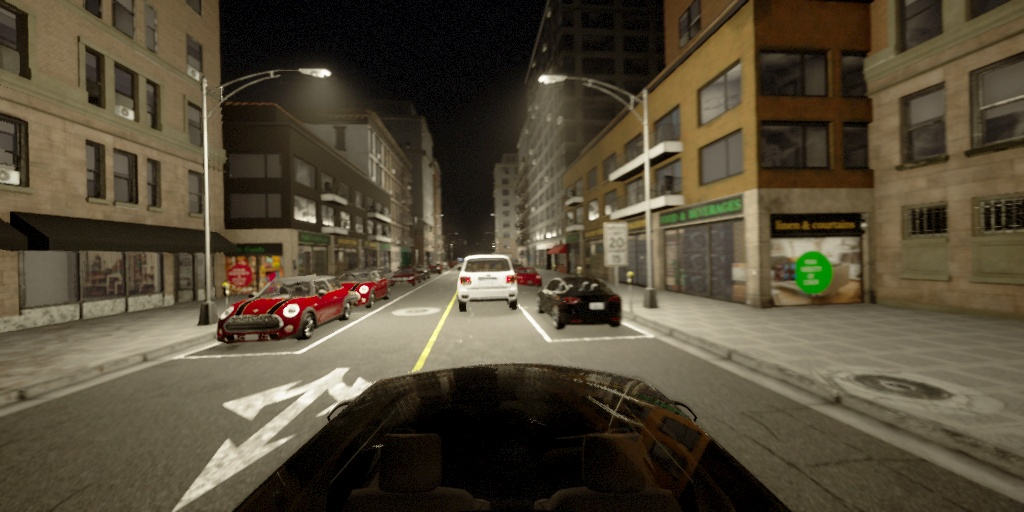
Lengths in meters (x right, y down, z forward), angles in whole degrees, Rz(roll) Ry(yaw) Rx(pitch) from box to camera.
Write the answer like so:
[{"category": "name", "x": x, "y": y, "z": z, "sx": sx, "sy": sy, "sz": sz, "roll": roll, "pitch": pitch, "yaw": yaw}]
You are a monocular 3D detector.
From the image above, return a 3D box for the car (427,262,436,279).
[{"category": "car", "x": -8.271, "y": 1.473, "z": 32.036, "sx": 2.007, "sy": 1.370, "sz": 4.403, "roll": 0, "pitch": 0, "yaw": -6}]

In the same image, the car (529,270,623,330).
[{"category": "car", "x": 1.895, "y": 1.270, "z": 10.896, "sx": 1.948, "sy": 1.339, "sz": 4.313, "roll": 0, "pitch": 0, "yaw": -6}]

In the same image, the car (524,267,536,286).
[{"category": "car", "x": 0.804, "y": 1.306, "z": 21.864, "sx": 1.802, "sy": 1.307, "sz": 4.207, "roll": 0, "pitch": 0, "yaw": -6}]

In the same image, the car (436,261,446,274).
[{"category": "car", "x": -9.362, "y": 1.392, "z": 43.003, "sx": 1.967, "sy": 1.591, "sz": 4.097, "roll": 0, "pitch": 0, "yaw": -6}]

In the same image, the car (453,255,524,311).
[{"category": "car", "x": -1.061, "y": 0.988, "z": 14.829, "sx": 2.150, "sy": 2.045, "sz": 5.566, "roll": -1, "pitch": 0, "yaw": -6}]

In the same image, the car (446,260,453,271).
[{"category": "car", "x": -10.452, "y": 1.535, "z": 53.971, "sx": 2.007, "sy": 1.370, "sz": 4.403, "roll": 0, "pitch": 0, "yaw": -6}]

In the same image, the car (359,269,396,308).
[{"category": "car", "x": -6.635, "y": 1.328, "z": 15.586, "sx": 1.967, "sy": 1.591, "sz": 4.097, "roll": 0, "pitch": 0, "yaw": -6}]

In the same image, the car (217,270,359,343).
[{"category": "car", "x": -6.089, "y": 1.318, "z": 10.102, "sx": 1.967, "sy": 1.591, "sz": 4.097, "roll": 0, "pitch": 0, "yaw": -6}]

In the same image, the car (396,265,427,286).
[{"category": "car", "x": -7.725, "y": 1.492, "z": 26.553, "sx": 1.802, "sy": 1.307, "sz": 4.207, "roll": 0, "pitch": 0, "yaw": -6}]
